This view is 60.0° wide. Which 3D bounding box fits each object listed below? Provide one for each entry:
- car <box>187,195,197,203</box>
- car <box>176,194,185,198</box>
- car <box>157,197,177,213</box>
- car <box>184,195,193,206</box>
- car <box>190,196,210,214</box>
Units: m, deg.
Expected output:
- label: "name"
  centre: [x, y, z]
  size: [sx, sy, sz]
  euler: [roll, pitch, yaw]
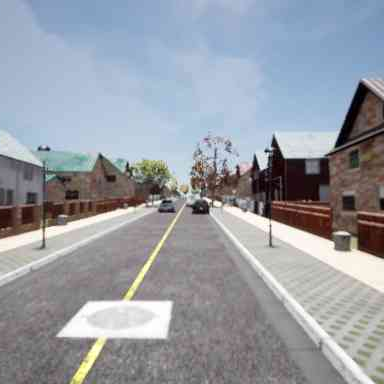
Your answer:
- label: "car"
  centre: [0.002, 1.455, 69.650]
  size: [1.882, 1.535, 5.008]
  euler: [0, 0, 0]
- label: "car"
  centre: [-2.749, 1.189, 79.478]
  size: [2.097, 1.767, 4.553]
  euler: [0, 0, 0]
- label: "car"
  centre: [-2.837, 1.595, 38.195]
  size: [1.812, 1.442, 4.674]
  euler: [0, 0, 0]
- label: "car"
  centre: [0.002, 1.628, 55.545]
  size: [1.812, 1.442, 4.674]
  euler: [0, 0, 0]
- label: "car"
  centre: [0.964, 1.545, 36.778]
  size: [1.882, 1.535, 5.008]
  euler: [0, 0, 0]
